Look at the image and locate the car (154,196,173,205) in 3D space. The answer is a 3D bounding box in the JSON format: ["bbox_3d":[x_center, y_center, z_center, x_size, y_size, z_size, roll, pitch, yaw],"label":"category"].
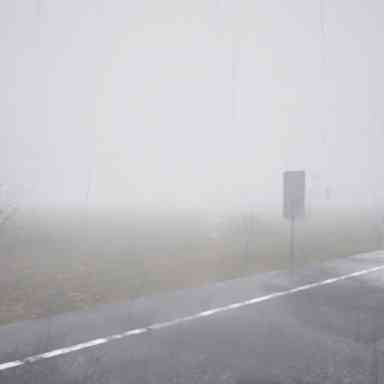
[{"bbox_3d":[-5.654,1.606,65.675,2.097,1.767,4.553,1,0,-36],"label":"car"}]
